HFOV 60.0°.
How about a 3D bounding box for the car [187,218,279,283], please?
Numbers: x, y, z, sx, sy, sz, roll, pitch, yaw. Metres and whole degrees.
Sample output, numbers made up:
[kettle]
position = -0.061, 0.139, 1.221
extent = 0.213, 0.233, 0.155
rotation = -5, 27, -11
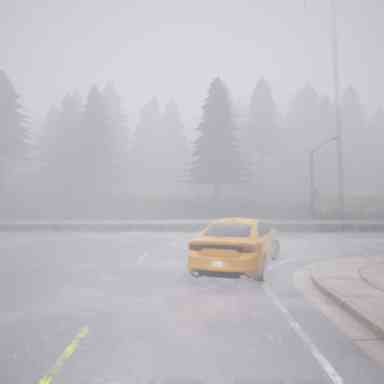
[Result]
[car]
position = 1.436, 1.524, 10.029
extent = 1.882, 1.535, 5.008
rotation = -1, -1, 20
